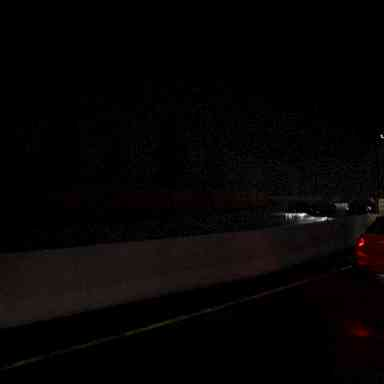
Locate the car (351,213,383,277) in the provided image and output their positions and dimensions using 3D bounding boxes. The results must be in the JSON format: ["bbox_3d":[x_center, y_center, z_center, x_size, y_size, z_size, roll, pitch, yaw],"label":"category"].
[{"bbox_3d":[6.425,1.368,9.317,4.553,1.767,2.097,0,0,-41],"label":"car"}]

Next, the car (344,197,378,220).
[{"bbox_3d":[15.311,1.408,29.961,2.097,1.767,4.553,0,0,35],"label":"car"}]
